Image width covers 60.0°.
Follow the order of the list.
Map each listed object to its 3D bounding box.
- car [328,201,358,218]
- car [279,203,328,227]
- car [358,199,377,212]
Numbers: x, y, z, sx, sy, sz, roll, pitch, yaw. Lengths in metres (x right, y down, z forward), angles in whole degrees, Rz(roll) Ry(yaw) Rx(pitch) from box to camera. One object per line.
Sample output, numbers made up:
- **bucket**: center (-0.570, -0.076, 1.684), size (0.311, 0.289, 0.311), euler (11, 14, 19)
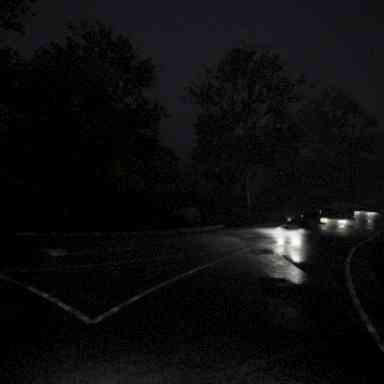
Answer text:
- **car**: center (14.290, 1.632, 32.223), size (1.882, 1.535, 5.008), euler (3, 1, 37)
- **car**: center (7.762, 1.554, 23.684), size (2.128, 1.511, 4.902), euler (3, 1, 36)
- **car**: center (22.527, 1.711, 42.918), size (1.837, 1.490, 4.892), euler (3, 1, 38)
